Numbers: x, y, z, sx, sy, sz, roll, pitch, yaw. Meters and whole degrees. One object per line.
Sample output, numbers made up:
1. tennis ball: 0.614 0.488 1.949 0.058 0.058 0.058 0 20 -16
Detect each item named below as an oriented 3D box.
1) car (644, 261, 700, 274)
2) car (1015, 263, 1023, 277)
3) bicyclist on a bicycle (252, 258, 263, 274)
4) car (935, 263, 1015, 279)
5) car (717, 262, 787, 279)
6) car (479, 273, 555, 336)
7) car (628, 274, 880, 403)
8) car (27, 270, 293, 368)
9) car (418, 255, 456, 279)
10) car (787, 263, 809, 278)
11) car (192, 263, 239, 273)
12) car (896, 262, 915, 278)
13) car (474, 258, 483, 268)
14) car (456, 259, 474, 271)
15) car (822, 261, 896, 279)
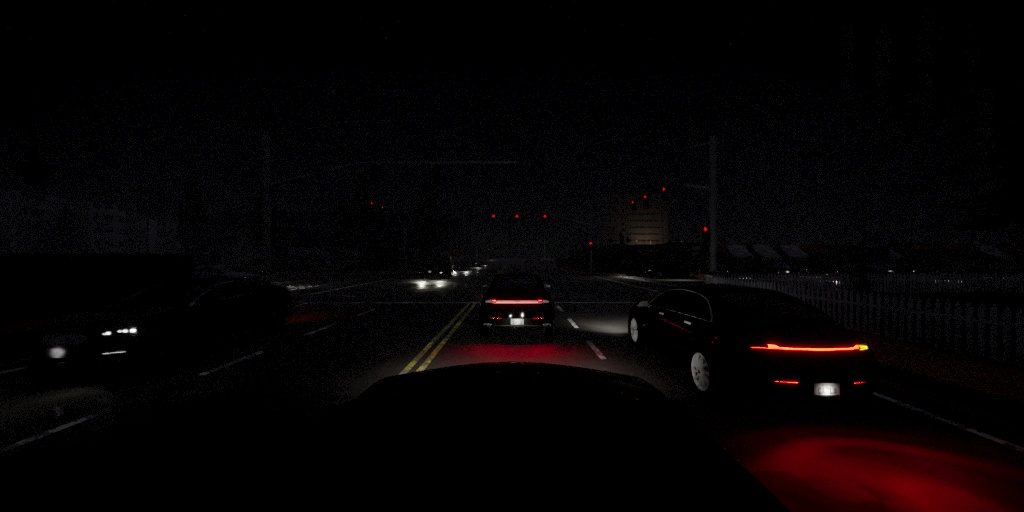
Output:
1. car: 14.933 1.255 33.545 4.892 1.490 1.837 0 0 1
2. car: 47.888 1.314 34.029 4.181 1.385 1.994 0 0 -1
3. bicyclist on a bicycle: -26.161 1.051 36.892 0.582 1.620 1.656 0 0 -3
4. car: 38.886 1.276 30.411 4.674 1.442 1.812 0 0 -1
5. car: 19.627 1.241 30.067 4.902 1.511 2.128 0 0 -1
6. car: 0.134 1.242 10.372 2.128 1.511 4.902 0 0 0
7. car: 3.589 1.255 6.467 1.837 1.490 4.892 0 0 1
8. car: -7.064 1.241 8.031 2.128 1.511 4.902 0 0 0
9. car: -6.902 0.970 32.919 2.150 2.045 5.566 0 0 0
10. car: 24.672 1.297 33.663 5.357 1.411 2.033 0 0 -1
11. car: -18.154 1.276 22.300 4.674 1.442 1.812 0 0 0
12. car: 34.970 1.242 33.847 4.902 1.511 2.128 0 0 -1
13. car: -6.668 1.256 63.666 1.837 1.490 4.892 0 0 1
14. car: -6.796 1.257 49.018 1.837 1.490 4.892 0 -1 0
15. car: 28.887 1.276 30.231 4.674 1.442 1.812 0 0 -1
